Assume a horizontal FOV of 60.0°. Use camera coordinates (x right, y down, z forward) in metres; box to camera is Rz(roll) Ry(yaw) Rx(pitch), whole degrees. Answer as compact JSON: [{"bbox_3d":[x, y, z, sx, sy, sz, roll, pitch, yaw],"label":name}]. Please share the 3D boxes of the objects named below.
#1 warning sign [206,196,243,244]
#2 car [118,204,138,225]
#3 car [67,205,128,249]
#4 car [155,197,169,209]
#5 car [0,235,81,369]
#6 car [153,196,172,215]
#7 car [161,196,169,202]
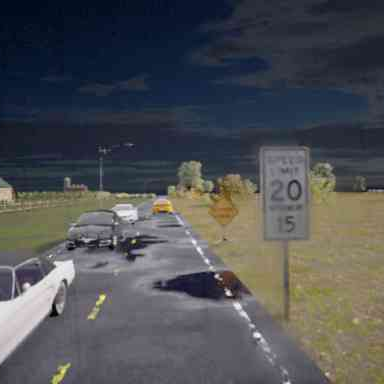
[{"bbox_3d":[1.293,1.095,13.507,1.300,1.860,1.060,-1,0,-5],"label":"warning sign"},{"bbox_3d":[-5.083,1.628,24.895,1.812,1.442,4.674,-1,0,-5],"label":"car"},{"bbox_3d":[-4.148,1.586,14.823,1.837,1.490,4.892,-1,0,-5],"label":"car"},{"bbox_3d":[-4.438,1.593,48.950,1.882,1.535,5.008,-1,0,-5],"label":"car"},{"bbox_3d":[-3.214,1.661,4.783,1.895,1.301,4.718,-1,0,-5],"label":"car"},{"bbox_3d":[-3.174,1.551,35.612,1.882,1.535,5.008,-1,0,-5],"label":"car"},{"bbox_3d":[-6.703,1.824,83.070,1.812,1.442,4.674,-1,0,-5],"label":"car"}]
